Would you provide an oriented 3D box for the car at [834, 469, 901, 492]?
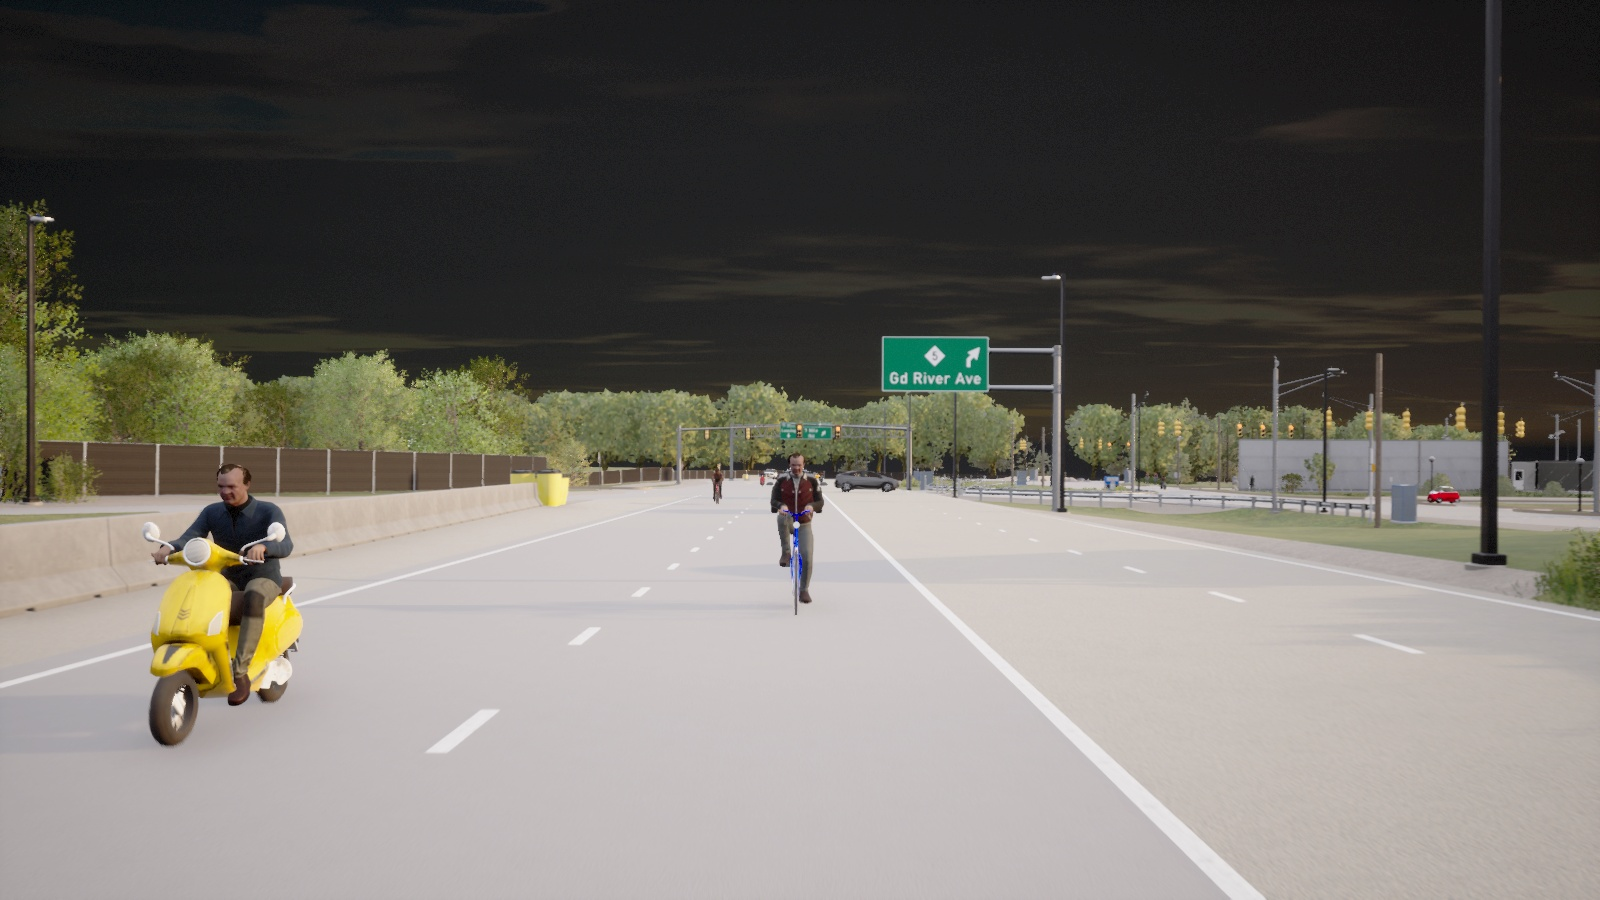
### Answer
[{"bbox_3d":[4.683,2.098,87.232,4.514,1.525,2.007,0,-1,0],"label":"car"}]

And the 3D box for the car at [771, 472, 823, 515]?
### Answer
[{"bbox_3d":[-0.107,1.551,46.356,1.837,1.490,4.892,0,-1,0],"label":"car"}]

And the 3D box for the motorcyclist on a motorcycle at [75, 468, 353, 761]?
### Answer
[{"bbox_3d":[-3.518,0.909,7.759,0.866,1.590,1.817,0,-1,0],"label":"motorcyclist on a motorcycle"}]

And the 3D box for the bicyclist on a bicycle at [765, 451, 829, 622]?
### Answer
[{"bbox_3d":[-0.033,0.912,13.985,0.659,1.776,1.843,0,-1,0],"label":"bicyclist on a bicycle"}]
